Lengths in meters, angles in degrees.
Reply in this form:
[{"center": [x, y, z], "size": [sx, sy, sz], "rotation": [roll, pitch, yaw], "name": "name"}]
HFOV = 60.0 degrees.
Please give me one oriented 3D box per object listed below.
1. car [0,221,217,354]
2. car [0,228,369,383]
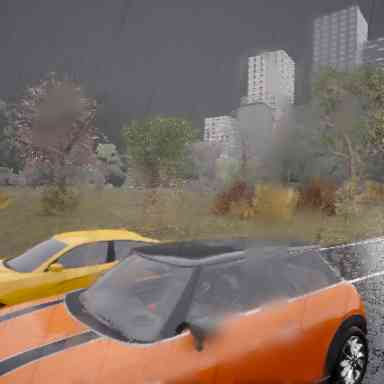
[{"center": [-2.059, 1.484, 6.208], "size": [5.008, 1.535, 1.882], "rotation": [0, 0, -35], "name": "car"}, {"center": [-0.116, 1.359, 3.603], "size": [4.553, 1.767, 2.097], "rotation": [0, 0, -35], "name": "car"}]
